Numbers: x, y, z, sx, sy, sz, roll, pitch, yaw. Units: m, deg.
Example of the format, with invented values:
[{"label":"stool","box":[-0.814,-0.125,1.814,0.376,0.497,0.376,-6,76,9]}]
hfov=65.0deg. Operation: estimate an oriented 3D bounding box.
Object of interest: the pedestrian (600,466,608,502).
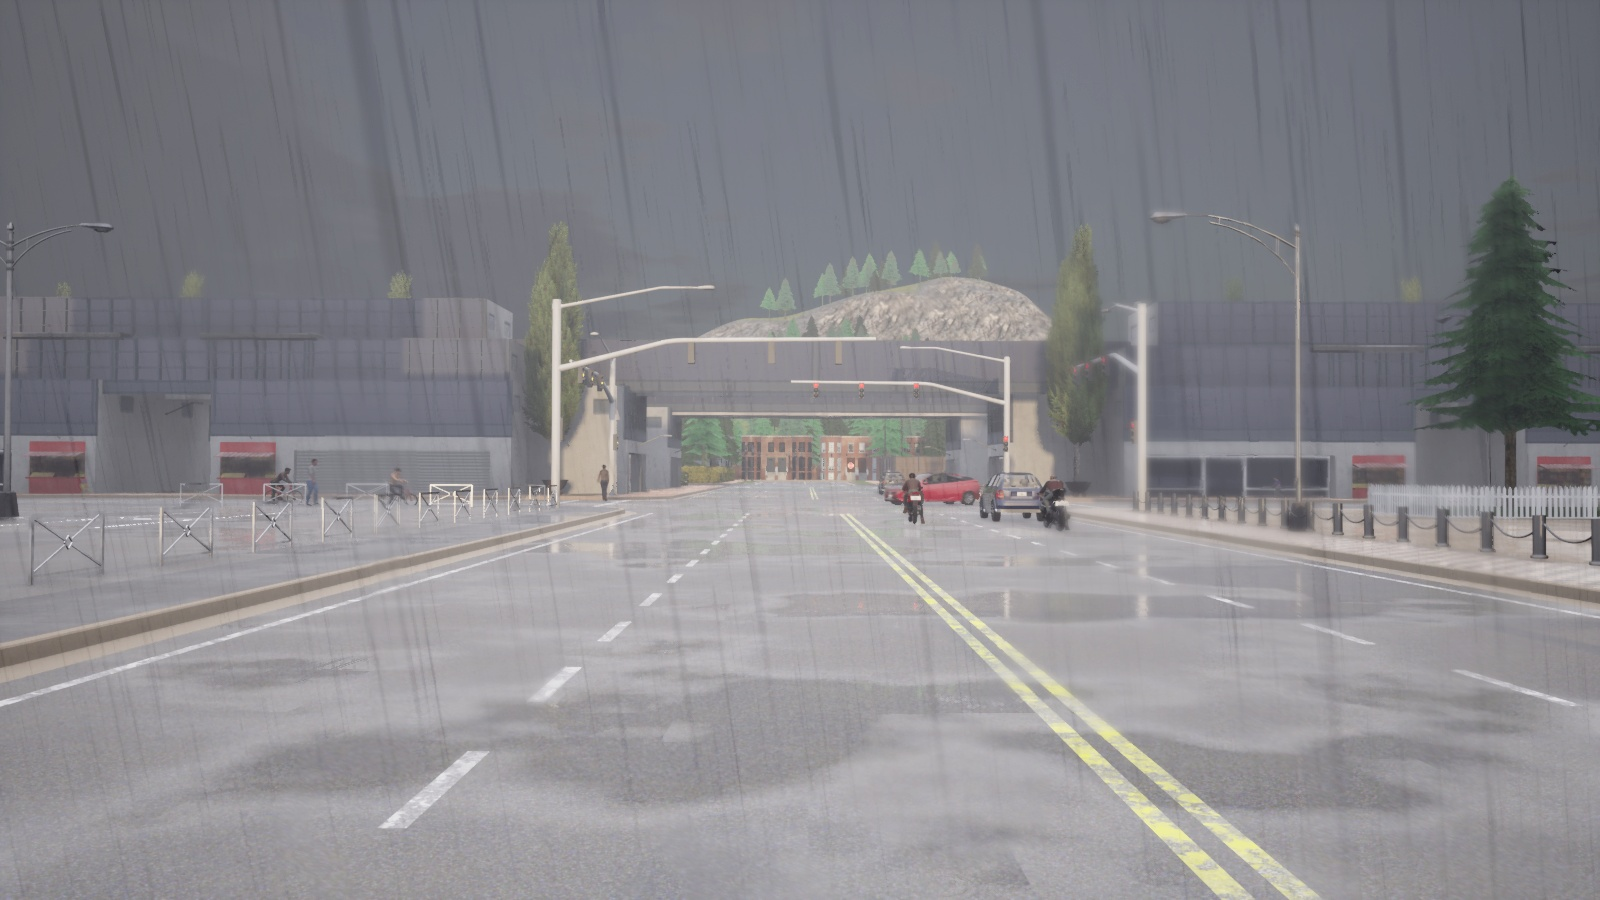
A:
[{"label":"pedestrian","box":[-9.765,1.683,62.657,0.328,1.805,0.869,0,-1,-14]}]

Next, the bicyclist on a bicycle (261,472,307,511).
[{"label":"bicyclist on a bicycle","box":[-21.627,1.735,52.620,1.656,1.620,0.582,0,-1,1]}]

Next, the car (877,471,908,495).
[{"label":"car","box":[6.182,2.180,84.298,1.789,1.549,3.705,0,-1,0]}]

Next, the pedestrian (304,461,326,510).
[{"label":"pedestrian","box":[-18.453,1.347,47.757,0.706,1.836,0.354,0,-1,0]}]

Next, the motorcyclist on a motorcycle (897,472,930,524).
[{"label":"motorcyclist on a motorcycle","box":[3.393,1.415,37.733,0.797,1.523,2.044,0,-1,0]}]

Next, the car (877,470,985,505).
[{"label":"car","box":[5.989,1.698,57.334,4.514,1.525,2.007,0,-1,-28]}]

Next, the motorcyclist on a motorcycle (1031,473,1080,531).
[{"label":"motorcyclist on a motorcycle","box":[6.913,1.394,34.125,0.866,1.530,2.191,0,-1,0]}]

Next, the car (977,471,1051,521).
[{"label":"car","box":[6.895,1.449,40.792,1.789,1.549,3.705,0,-1,0]}]
